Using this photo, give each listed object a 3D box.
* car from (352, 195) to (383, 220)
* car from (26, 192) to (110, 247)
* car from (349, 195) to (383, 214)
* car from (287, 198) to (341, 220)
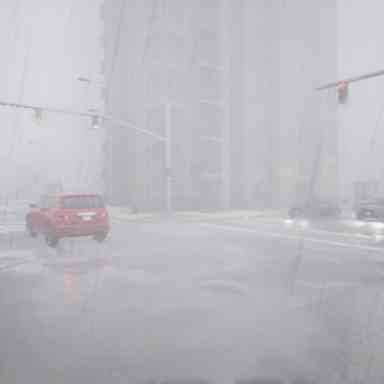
[{"bbox_3d":[12.732,1.152,22.229,4.181,1.385,1.994,-1,1,-36],"label":"car"},{"bbox_3d":[-5.494,1.030,14.366,2.150,2.045,5.566,-1,1,-37],"label":"car"},{"bbox_3d":[15.728,0.998,28.781,4.674,1.442,1.812,-1,1,-36],"label":"car"},{"bbox_3d":[8.680,1.154,23.588,4.181,1.385,1.994,-1,1,-36],"label":"car"}]
